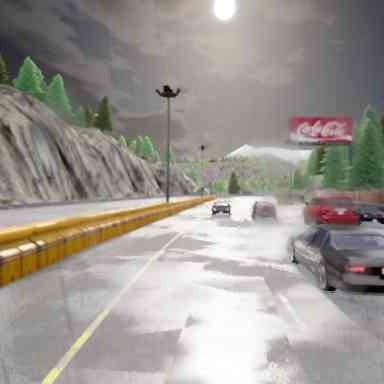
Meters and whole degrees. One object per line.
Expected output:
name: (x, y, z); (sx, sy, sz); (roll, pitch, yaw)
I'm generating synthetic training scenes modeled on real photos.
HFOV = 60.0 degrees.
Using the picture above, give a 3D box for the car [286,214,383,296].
car: (3.944, 1.564, 8.864); (2.033, 1.411, 5.357); (0, 0, 4)

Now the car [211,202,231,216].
car: (2.967, 1.626, 32.968); (1.895, 1.301, 4.718); (0, 0, 7)

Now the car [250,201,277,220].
car: (6.050, 1.502, 28.441); (1.882, 1.535, 5.008); (0, 0, 7)

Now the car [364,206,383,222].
car: (12.648, 1.654, 24.728); (1.895, 1.301, 4.718); (0, 0, 7)

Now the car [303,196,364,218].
car: (8.743, 1.258, 21.502); (2.150, 2.045, 5.566); (0, 0, 7)
